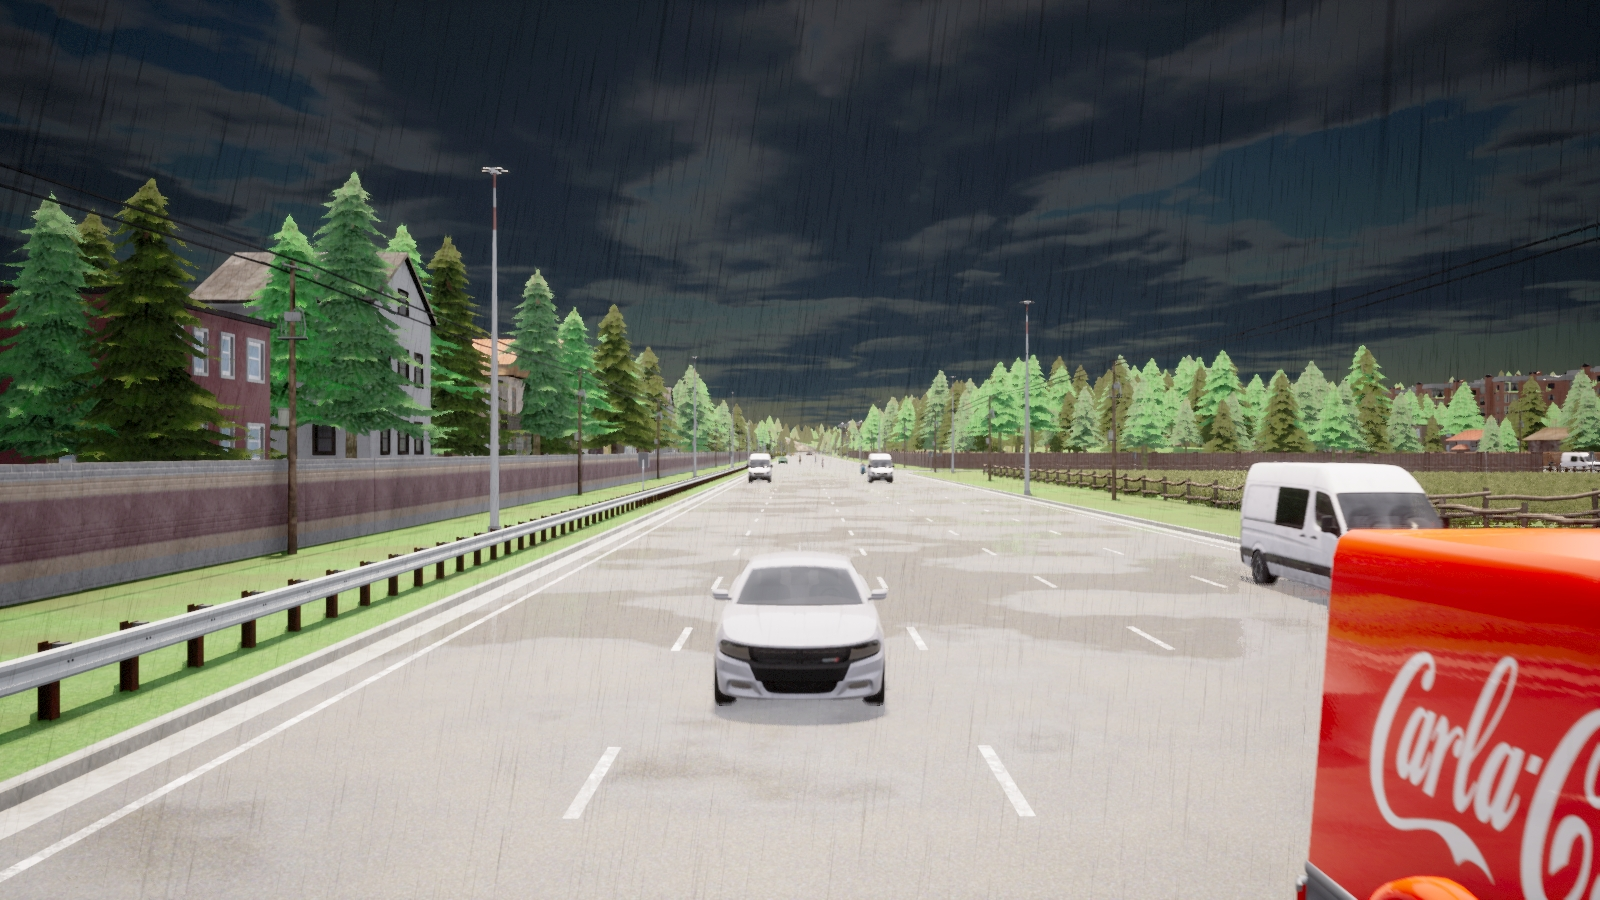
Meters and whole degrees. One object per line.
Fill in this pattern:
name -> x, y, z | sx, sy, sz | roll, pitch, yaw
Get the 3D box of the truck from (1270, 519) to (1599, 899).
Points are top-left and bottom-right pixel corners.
truck -> 3.651, 1.575, 3.222 | 2.627, 2.467, 5.204 | 0, 0, 2

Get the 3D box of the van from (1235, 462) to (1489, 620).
van -> 10.493, 1.549, 21.996 | 1.988, 2.561, 5.915 | 0, 0, 0

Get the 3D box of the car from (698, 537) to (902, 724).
car -> -0.003, 2.044, 14.239 | 2.097, 1.535, 5.006 | 0, 0, 0
